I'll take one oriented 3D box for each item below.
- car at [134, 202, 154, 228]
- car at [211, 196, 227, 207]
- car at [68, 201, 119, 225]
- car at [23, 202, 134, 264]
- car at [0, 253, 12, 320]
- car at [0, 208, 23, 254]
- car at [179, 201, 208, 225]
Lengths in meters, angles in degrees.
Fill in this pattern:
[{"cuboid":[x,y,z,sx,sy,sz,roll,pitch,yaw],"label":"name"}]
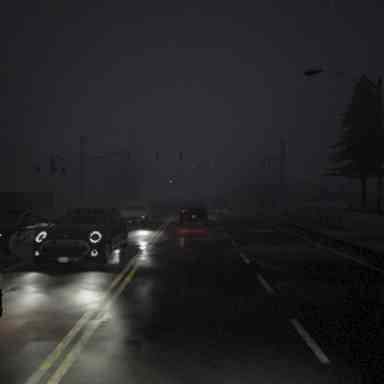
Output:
[{"cuboid":[-3.565,1.411,21.525,1.812,1.442,4.674,0,0,0],"label":"car"},{"cuboid":[3.600,1.253,45.111,2.128,1.511,4.902,0,0,0],"label":"car"},{"cuboid":[-7.049,1.418,24.488,2.033,1.411,5.357,0,0,1],"label":"car"},{"cuboid":[-3.586,1.291,11.527,2.097,1.767,4.553,0,0,0],"label":"car"},{"cuboid":[-3.591,1.587,2.481,1.895,1.301,4.718,0,0,0],"label":"car"},{"cuboid":[-7.084,1.422,13.055,2.128,1.511,4.902,0,0,0],"label":"car"},{"cuboid":[0.105,1.355,23.116,1.882,1.535,5.008,0,0,0],"label":"car"}]
